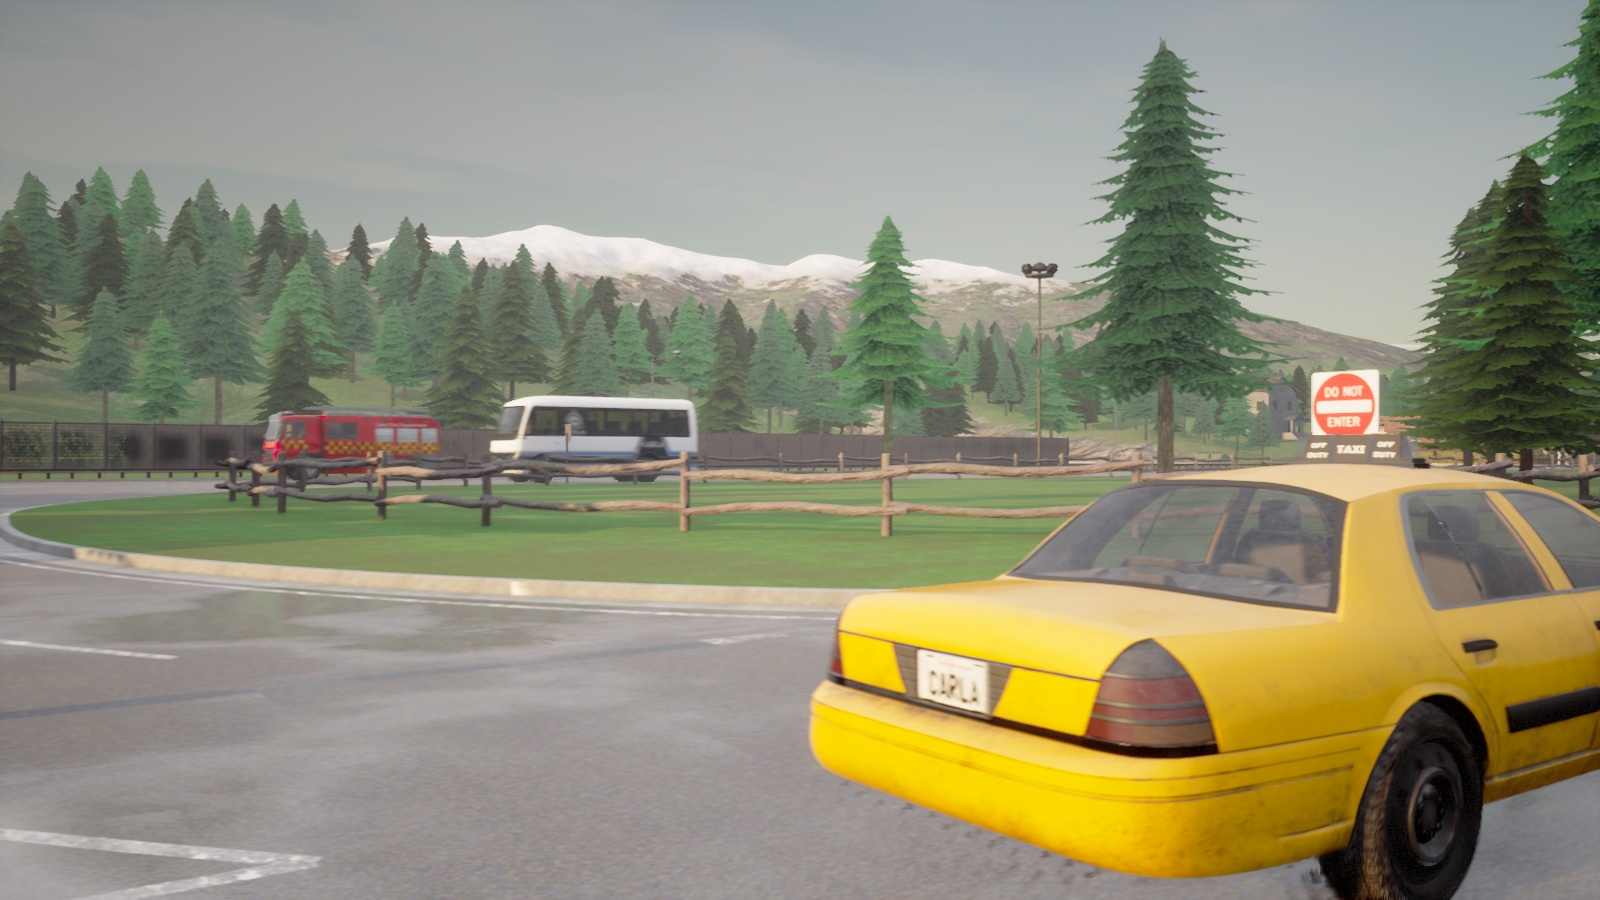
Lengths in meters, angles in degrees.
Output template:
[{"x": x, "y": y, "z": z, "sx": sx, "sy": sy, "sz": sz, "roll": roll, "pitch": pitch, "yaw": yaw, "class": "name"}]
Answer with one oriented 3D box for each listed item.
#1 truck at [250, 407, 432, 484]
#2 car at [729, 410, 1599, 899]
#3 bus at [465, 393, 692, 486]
[{"x": -23.847, "y": -0.209, "z": 65.538, "sx": 8.468, "sy": 3.827, "sz": 2.891, "roll": 0, "pitch": 0, "yaw": -35, "class": "truck"}, {"x": 2.457, "y": 0.692, "z": 5.369, "sx": 5.366, "sy": 1.575, "sz": 1.801, "roll": 0, "pitch": 0, "yaw": -35, "class": "car"}, {"x": -10.800, "y": -0.457, "z": 61.861, "sx": 10.273, "sy": 4.253, "sz": 3.944, "roll": 0, "pitch": 0, "yaw": -35, "class": "bus"}]
